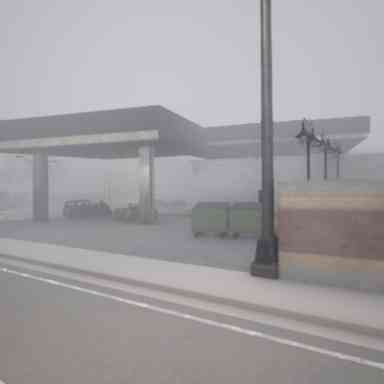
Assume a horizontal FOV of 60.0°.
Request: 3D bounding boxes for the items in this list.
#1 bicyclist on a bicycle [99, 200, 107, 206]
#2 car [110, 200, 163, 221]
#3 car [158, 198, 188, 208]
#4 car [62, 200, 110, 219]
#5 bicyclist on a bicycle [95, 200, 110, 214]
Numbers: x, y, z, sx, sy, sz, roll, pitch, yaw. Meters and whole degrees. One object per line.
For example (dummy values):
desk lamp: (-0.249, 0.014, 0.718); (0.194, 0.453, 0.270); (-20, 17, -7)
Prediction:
bicyclist on a bicycle: (-10.693, 1.723, 39.112); (0.582, 1.620, 1.656); (0, -10, -36)
car: (-4.734, 1.675, 28.661); (1.970, 1.475, 3.806); (-1, 0, 37)
car: (-2.919, 1.929, 57.153); (2.033, 1.411, 5.357); (-1, 0, 36)
car: (-9.811, 1.576, 31.458); (2.242, 1.667, 4.611); (-1, 0, 37)
bicyclist on a bicycle: (-10.732, 1.794, 39.847); (1.656, 1.620, 0.582); (-1, 0, 18)
